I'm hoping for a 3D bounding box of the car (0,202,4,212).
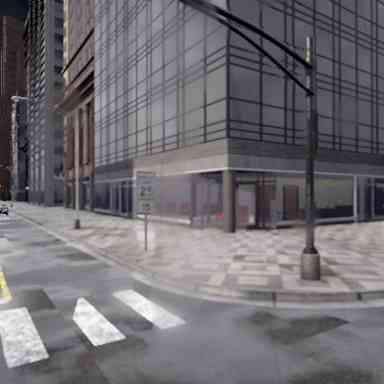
[{"bbox_3d":[-27.663,2.120,46.705,1.895,1.301,4.718,0,-1,-33],"label":"car"}]

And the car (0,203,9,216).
[{"bbox_3d":[-21.973,1.967,37.938,2.033,1.411,5.357,0,-1,-33],"label":"car"}]
